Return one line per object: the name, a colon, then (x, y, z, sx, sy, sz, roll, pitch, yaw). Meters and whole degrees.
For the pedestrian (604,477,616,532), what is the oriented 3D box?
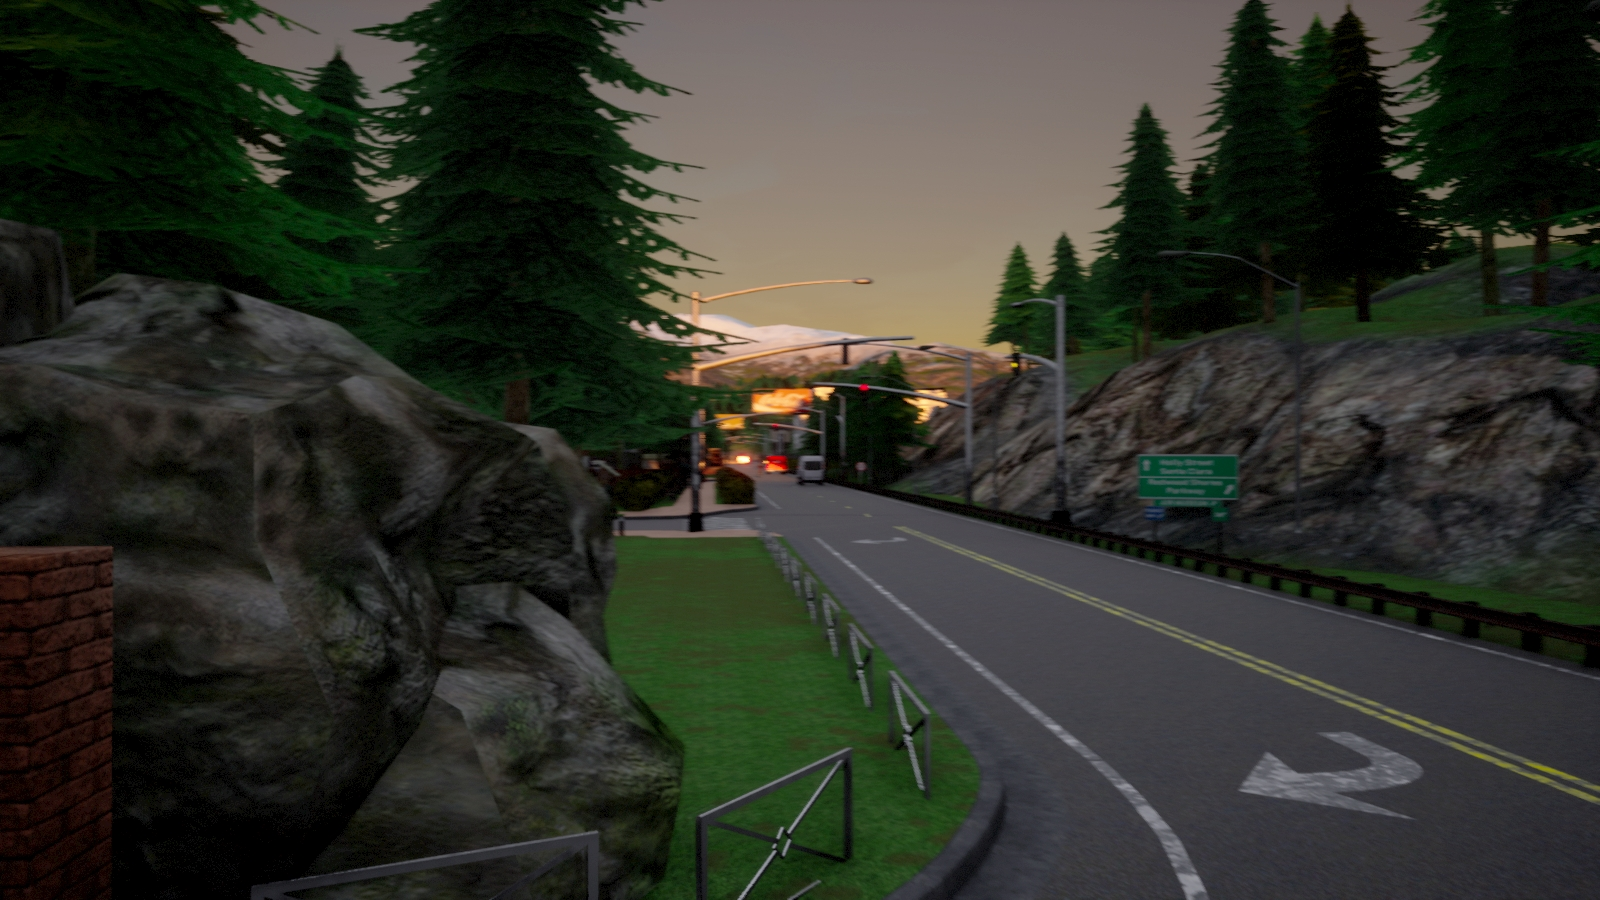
pedestrian: (-6.498, 1.851, 39.131, 0.375, 1.860, 0.375, 0, 0, -13)
